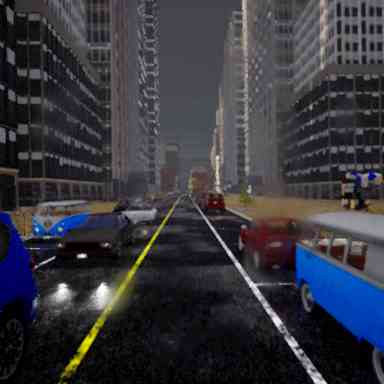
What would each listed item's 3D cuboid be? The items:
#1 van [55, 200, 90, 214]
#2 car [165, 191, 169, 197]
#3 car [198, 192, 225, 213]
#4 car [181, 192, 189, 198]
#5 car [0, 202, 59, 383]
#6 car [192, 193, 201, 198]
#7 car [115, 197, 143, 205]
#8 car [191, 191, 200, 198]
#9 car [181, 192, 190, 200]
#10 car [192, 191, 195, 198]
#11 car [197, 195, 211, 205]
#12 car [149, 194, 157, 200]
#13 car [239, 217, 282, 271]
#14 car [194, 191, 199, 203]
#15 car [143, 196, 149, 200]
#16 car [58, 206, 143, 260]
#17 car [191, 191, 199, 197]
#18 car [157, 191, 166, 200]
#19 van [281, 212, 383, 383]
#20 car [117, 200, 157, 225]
[{"bbox_3d":[-5.970,1.305,15.629,1.690,1.788,3.998,-1,0,-1],"label":"van"},{"bbox_3d":[-7.345,1.011,82.086,1.802,1.307,4.206,-1,0,-1],"label":"car"},{"bbox_3d":[2.063,1.015,32.415,2.192,1.841,5.009,-1,0,-1],"label":"car"},{"bbox_3d":[-1.705,0.757,84.314,1.994,1.385,4.181,-1,0,-1],"label":"car"},{"bbox_3d":[-3.110,1.250,2.279,2.150,2.045,5.566,-1,0,-1],"label":"car"},{"bbox_3d":[1.033,0.863,82.259,1.947,1.339,4.313,-1,0,-1],"label":"car"},{"bbox_3d":[-6.312,1.397,32.244,1.947,1.339,4.313,-1,0,-1],"label":"car"},{"bbox_3d":[0.915,0.567,87.795,2.192,1.841,5.009,-1,0,-1],"label":"car"},{"bbox_3d":[-1.488,0.926,73.892,2.128,1.511,4.902,-1,0,-1],"label":"car"},{"bbox_3d":[1.604,0.836,54.568,2.192,1.841,5.009,-1,0,-1],"label":"car"},{"bbox_3d":[1.722,1.132,49.032,1.947,1.339,4.313,-1,0,-1],"label":"car"},{"bbox_3d":[-6.656,1.280,48.859,1.802,1.307,4.206,-1,0,-1],"label":"car"},{"bbox_3d":[2.548,1.420,10.269,1.887,1.381,4.507,-1,0,-1],"label":"car"},{"bbox_3d":[1.833,0.926,43.492,2.192,1.841,5.009,-1,0,-1],"label":"car"},{"bbox_3d":[-6.427,1.338,37.782,2.008,1.369,4.403,-1,0,-1],"label":"car"},{"bbox_3d":[-3.316,1.495,12.530,2.033,1.411,5.357,-1,0,-1],"label":"car"},{"bbox_3d":[0.801,0.647,93.334,1.967,1.590,4.097,-1,0,-1],"label":"car"},{"bbox_3d":[-7.115,1.101,71.011,1.802,1.307,4.206,-1,0,-1],"label":"car"},{"bbox_3d":[2.751,1.258,4.733,1.690,1.788,3.998,-1,0,-1],"label":"van"},{"bbox_3d":[-3.513,1.468,22.661,1.895,1.301,4.718,-1,0,-1],"label":"car"}]
